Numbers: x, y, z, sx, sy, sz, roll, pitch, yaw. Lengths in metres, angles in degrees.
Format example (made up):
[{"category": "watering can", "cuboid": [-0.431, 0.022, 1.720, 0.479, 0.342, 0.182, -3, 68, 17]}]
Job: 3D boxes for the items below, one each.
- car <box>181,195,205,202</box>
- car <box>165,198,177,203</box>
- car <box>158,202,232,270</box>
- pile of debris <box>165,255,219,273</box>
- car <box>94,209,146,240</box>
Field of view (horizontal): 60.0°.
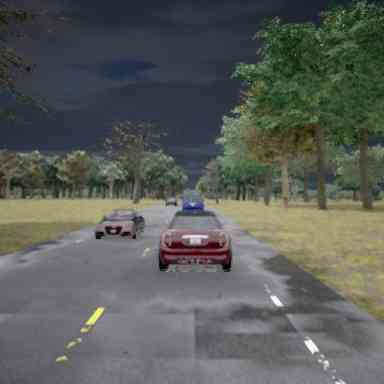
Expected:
[{"category": "car", "cuboid": [0.093, 1.314, 33.454, 2.150, 2.045, 5.566, 0, 0, 0]}, {"category": "car", "cuboid": [-3.567, 1.707, 58.327, 1.882, 1.535, 5.008, 0, 0, 0]}, {"category": "car", "cuboid": [0.092, 1.374, 11.232, 2.097, 1.767, 4.553, 0, 0, 0]}, {"category": "pile of debris", "cuboid": [-0.003, 2.195, 10.268, 1.500, 0.140, 1.860, 0, 0, 0]}, {"category": "car", "cuboid": [-3.604, 1.600, 17.235, 1.994, 1.385, 4.181, 0, 0, 0]}]
